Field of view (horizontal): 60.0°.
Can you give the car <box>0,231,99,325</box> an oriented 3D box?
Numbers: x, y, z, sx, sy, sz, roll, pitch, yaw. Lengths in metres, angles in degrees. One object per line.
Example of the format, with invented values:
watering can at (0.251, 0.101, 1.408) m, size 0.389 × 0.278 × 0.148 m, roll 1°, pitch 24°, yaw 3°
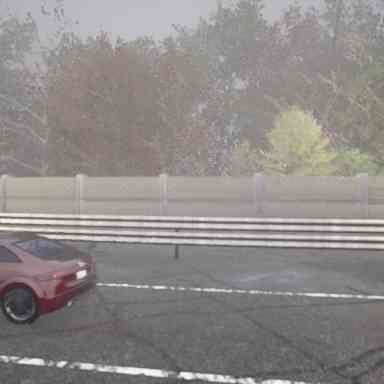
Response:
car at (-4.044, 1.503, 6.632) m, size 4.181 × 1.385 × 1.994 m, roll 0°, pitch 0°, yaw 10°
